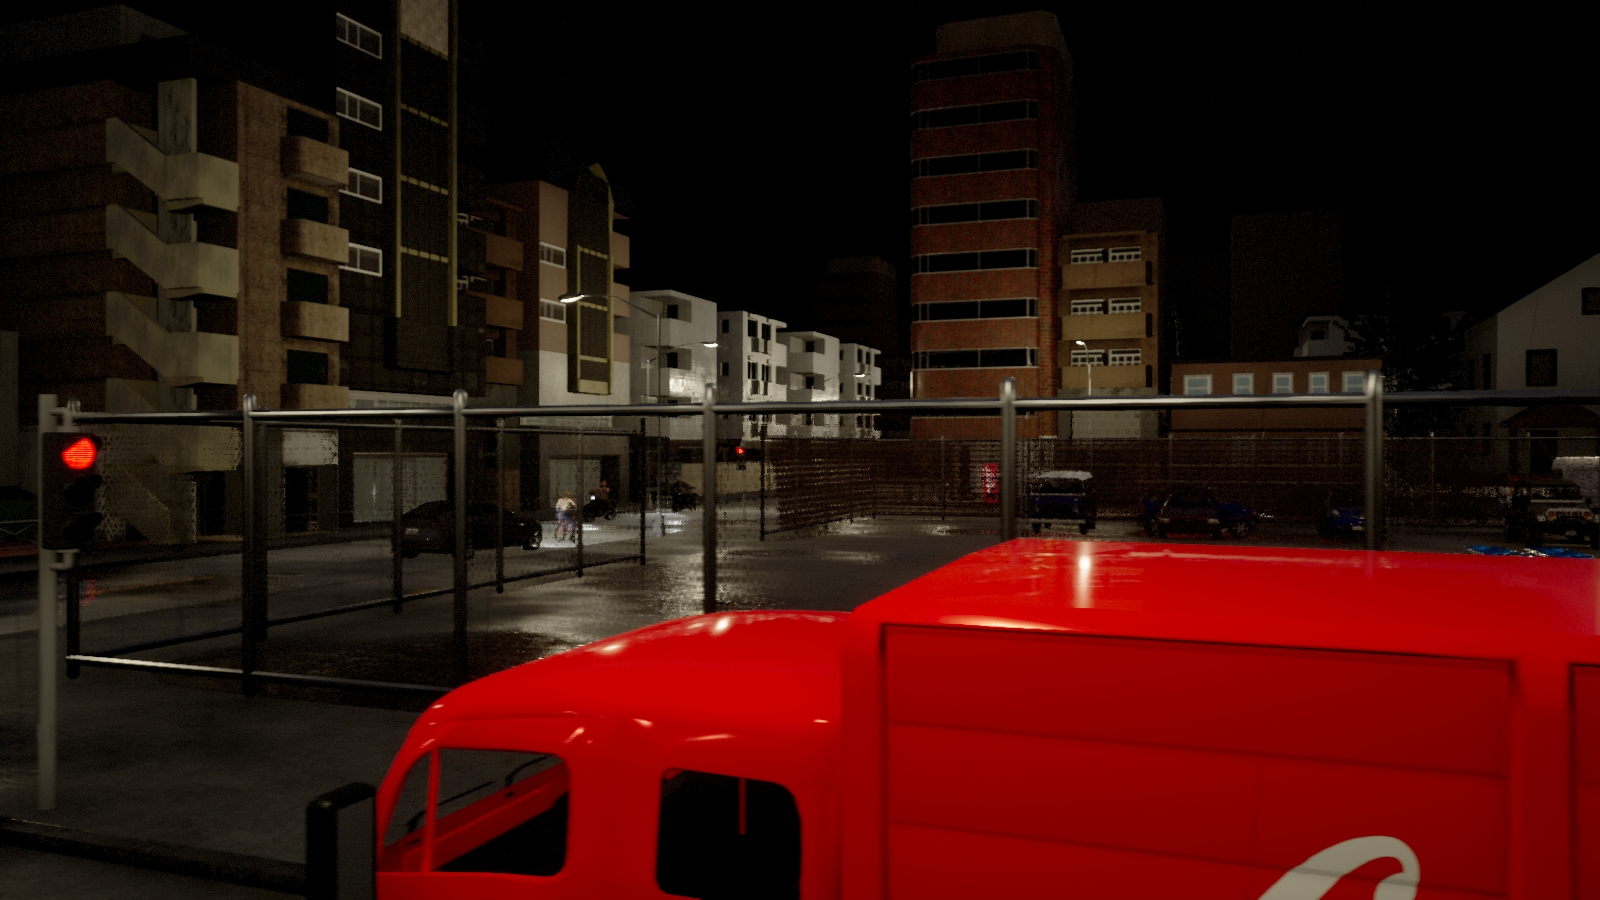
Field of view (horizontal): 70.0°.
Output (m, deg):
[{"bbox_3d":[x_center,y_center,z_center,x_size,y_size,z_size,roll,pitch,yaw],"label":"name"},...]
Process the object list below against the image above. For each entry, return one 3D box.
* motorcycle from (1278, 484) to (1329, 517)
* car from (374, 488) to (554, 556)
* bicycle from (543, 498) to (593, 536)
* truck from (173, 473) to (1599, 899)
[{"bbox_3d":[19.780,1.962,44.907,1.805,1.236,0.856,0,0,21],"label":"motorcycle"},{"bbox_3d":[-8.828,1.842,30.500,2.163,1.488,4.792,0,0,20],"label":"car"},{"bbox_3d":[-7.086,2.036,35.001,0.859,1.080,1.487,0,0,20],"label":"bicycle"},{"bbox_3d":[1.197,1.348,3.418,5.204,2.467,2.627,0,0,20],"label":"truck"}]
